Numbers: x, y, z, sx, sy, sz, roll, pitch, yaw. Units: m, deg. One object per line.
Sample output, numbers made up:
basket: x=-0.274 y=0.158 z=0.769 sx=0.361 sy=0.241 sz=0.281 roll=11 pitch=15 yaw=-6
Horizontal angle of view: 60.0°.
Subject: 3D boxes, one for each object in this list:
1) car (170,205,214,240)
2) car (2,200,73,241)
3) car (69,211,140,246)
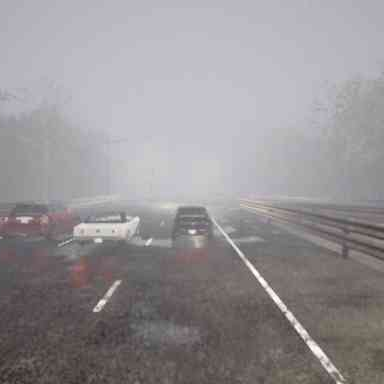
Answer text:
car: x=-0.014 y=1.375 z=16.177 sx=1.837 sy=1.490 sz=4.892 roll=0 pitch=0 yaw=-1
car: x=-7.012 y=1.225 z=16.009 sx=2.097 sy=1.767 sz=4.553 roll=0 pitch=0 yaw=-1
car: x=-3.494 y=1.485 z=14.557 sx=1.895 sy=1.301 sz=4.718 roll=0 pitch=0 yaw=-1
